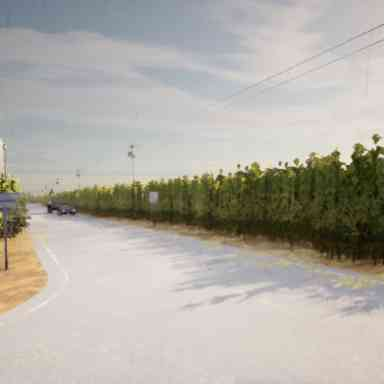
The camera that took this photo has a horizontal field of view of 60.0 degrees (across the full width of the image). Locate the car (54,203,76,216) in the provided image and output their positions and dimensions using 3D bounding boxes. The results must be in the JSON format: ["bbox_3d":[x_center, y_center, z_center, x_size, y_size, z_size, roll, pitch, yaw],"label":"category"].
[{"bbox_3d":[-16.360,2.438,43.263,1.895,1.301,4.718,-2,0,-28],"label":"car"}]

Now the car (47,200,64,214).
[{"bbox_3d":[-21.329,2.268,52.276,2.150,2.045,5.566,-2,0,-29],"label":"car"}]
